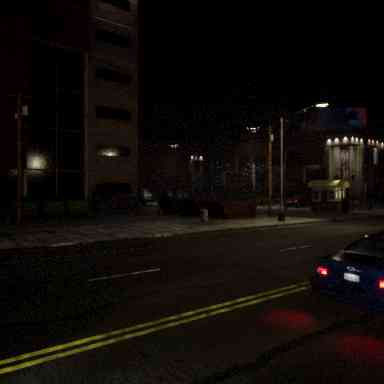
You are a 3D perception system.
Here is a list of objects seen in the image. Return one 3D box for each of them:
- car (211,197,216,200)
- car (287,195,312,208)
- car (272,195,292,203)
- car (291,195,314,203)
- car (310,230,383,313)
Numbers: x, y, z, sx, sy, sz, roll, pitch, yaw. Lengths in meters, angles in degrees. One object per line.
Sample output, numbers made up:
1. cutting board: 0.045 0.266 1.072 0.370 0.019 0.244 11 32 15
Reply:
1. car: 4.040 1.574 60.500 4.718 1.301 1.895 0 0 -36
2. car: 14.835 1.254 45.971 4.553 1.767 2.185 0 0 -36
3. car: 18.744 1.452 69.049 3.806 1.475 1.970 0 0 -36
4. car: 21.667 1.420 65.059 4.674 1.452 2.002 0 0 -36
5. car: 4.852 1.547 7.292 5.357 1.411 2.033 0 0 -35
